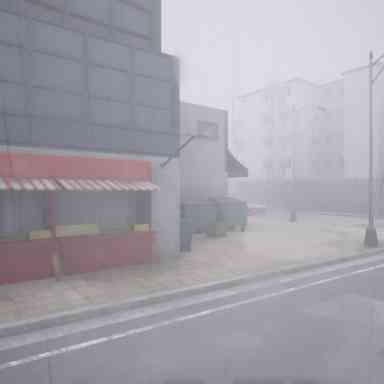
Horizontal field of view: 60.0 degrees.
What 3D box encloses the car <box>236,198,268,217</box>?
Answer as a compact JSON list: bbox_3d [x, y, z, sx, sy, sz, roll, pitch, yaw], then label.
[{"bbox_3d":[4.373,1.300,29.021,1.882,1.535,5.008,0,0,-36],"label":"car"}]
